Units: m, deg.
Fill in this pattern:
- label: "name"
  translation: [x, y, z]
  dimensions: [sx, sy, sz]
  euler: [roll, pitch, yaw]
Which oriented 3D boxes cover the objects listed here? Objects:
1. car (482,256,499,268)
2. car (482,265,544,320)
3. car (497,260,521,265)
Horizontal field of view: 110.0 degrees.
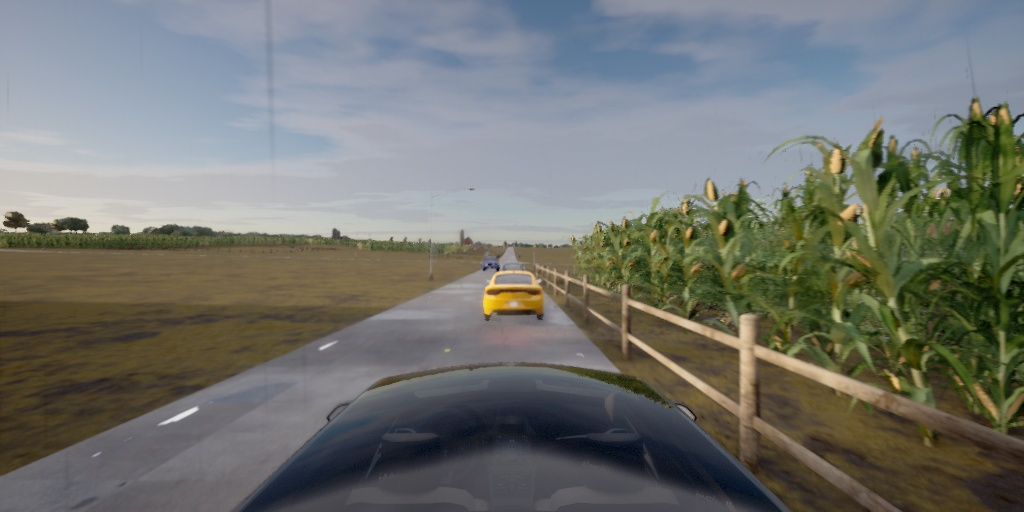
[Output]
- label: "car"
  translation: [-2.869, 1.071, 49.345]
  dimensions: [2.150, 2.045, 5.566]
  euler: [0, 0, 0]
- label: "car"
  translation: [0.065, 1.250, 12.849]
  dimensions: [1.882, 1.535, 5.008]
  euler: [0, 0, 0]
- label: "car"
  translation: [0.054, 1.293, 29.380]
  dimensions: [1.882, 1.535, 5.008]
  euler: [0, 0, 0]
